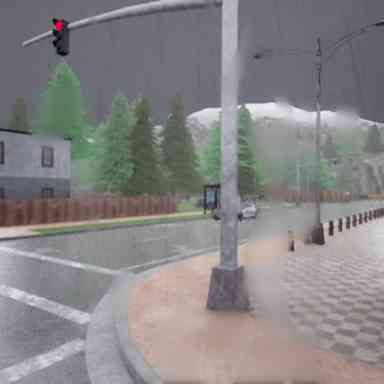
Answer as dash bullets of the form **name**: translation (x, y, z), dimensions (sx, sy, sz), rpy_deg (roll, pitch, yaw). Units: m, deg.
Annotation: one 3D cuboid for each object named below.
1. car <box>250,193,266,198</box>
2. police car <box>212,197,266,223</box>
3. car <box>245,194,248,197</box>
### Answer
- **car**: translation (15.315, 0.938, 76.297), dimensions (1.932, 1.855, 4.605), rpy_deg (0, 0, 36)
- **police car**: translation (3.383, 1.416, 25.026), dimensions (2.038, 1.542, 4.974), rpy_deg (0, 0, 37)
- **car**: translation (13.051, 0.924, 77.456), dimensions (1.905, 1.878, 3.866), rpy_deg (0, 0, 36)
